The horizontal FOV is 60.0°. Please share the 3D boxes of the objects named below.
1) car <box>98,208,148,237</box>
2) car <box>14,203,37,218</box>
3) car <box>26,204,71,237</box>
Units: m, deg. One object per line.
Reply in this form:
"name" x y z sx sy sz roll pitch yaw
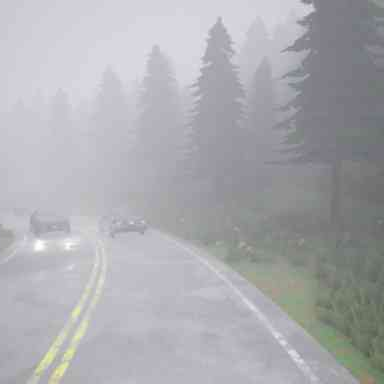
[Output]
"car" -4.003 1.585 18.601 2.033 1.411 5.357 -2 0 -24
"car" -18.232 1.991 36.999 4.902 1.511 2.128 -2 2 45
"car" -8.671 1.697 20.202 1.882 1.535 5.008 -3 0 -30
